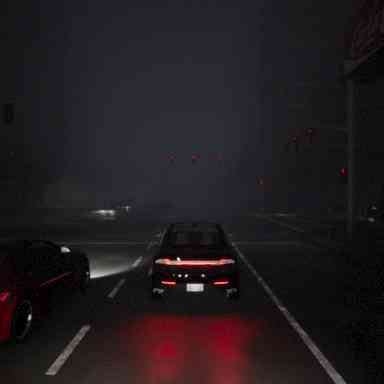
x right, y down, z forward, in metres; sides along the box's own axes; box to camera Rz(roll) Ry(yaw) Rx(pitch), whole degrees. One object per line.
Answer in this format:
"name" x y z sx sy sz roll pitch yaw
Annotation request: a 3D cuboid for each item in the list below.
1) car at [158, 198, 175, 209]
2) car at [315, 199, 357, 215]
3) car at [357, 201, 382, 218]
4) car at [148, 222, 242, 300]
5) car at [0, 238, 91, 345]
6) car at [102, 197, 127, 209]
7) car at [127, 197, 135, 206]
"car" -3.450 1.563 45.559 1.994 1.385 4.181 0 0 0
"car" 14.806 1.491 33.017 4.902 1.511 2.128 0 0 0
"car" 17.703 1.352 29.530 4.553 1.767 2.097 0 0 0
"car" 0.068 1.491 8.365 2.128 1.511 4.902 0 0 0
"car" -3.442 1.564 6.388 1.994 1.385 4.181 0 0 0
"car" -10.590 1.491 44.362 2.128 1.511 4.902 0 0 0
"car" -10.576 1.547 54.104 2.033 1.411 5.357 0 0 0
